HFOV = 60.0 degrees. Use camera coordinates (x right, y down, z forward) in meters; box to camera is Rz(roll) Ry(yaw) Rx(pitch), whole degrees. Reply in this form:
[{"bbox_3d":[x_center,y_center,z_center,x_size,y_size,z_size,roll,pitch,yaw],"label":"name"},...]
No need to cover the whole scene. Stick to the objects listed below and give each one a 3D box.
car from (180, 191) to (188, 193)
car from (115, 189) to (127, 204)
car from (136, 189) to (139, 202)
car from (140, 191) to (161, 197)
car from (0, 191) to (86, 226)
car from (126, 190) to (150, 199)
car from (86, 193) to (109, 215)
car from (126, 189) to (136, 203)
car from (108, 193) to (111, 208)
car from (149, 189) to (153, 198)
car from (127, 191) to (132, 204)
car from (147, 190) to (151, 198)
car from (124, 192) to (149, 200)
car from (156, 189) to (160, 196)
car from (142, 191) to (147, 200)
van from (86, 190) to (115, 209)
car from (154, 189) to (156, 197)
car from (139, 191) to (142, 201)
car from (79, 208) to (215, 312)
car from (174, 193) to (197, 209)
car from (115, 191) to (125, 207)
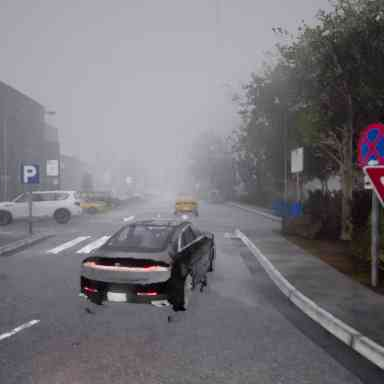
[{"bbox_3d":[-1.426,0.677,56.730,2.097,1.767,4.553,0,1,-2],"label":"car"},{"bbox_3d":[-10.396,0.874,39.069,4.553,1.767,2.185,-1,0,-22],"label":"car"},{"bbox_3d":[-10.571,0.772,48.085,4.553,1.767,2.185,-1,1,-21],"label":"car"},{"bbox_3d":[-11.670,0.492,93.157,5.366,1.575,1.946,-1,0,-22],"label":"car"},{"bbox_3d":[-9.860,0.956,21.036,5.566,2.045,2.435,-1,1,-22],"label":"car"},{"bbox_3d":[-11.183,0.566,69.081,4.553,1.767,2.185,-1,0,-22],"label":"car"},{"bbox_3d":[-9.846,1.131,27.135,5.366,1.575,1.946,-1,0,-22],"label":"car"},{"bbox_3d":[-10.492,0.805,45.085,4.553,1.767,2.185,-1,1,-22],"label":"car"},{"bbox_3d":[-10.113,1.143,30.070,4.674,1.452,2.002,-1,0,-22],"label":"car"},{"bbox_3d":[-10.983,0.494,63.108,5.566,2.045,2.435,-1,0,-22],"label":"car"},{"bbox_3d":[-10.444,1.005,42.079,4.674,1.452,2.002,-1,0,-22],"label":"car"},{"bbox_3d":[-10.742,0.768,60.159,5.366,1.575,1.946,-1,0,-21],"label":"car"},{"bbox_3d":[-11.067,0.758,66.088,4.674,1.452,2.002,-1,1,-22],"label":"car"},{"bbox_3d":[-11.665,0.546,87.088,4.892,1.521,2.231,-1,0,-22],"label":"car"},{"bbox_3d":[-10.737,0.583,54.095,5.566,2.045,2.435,-1,0,-21],"label":"car"},{"bbox_3d":[-10.304,0.844,33.020,4.442,1.987,1.878,-1,1,-22],"label":"van"},{"bbox_3d":[-11.285,0.669,75.103,4.792,1.488,2.163,-1,0,-22],"label":"car"},{"bbox_3d":[-10.656,0.895,51.100,4.792,1.488,2.163,-1,0,-22],"label":"car"},{"bbox_3d":[-0.654,1.385,7.588,2.128,1.511,4.902,0,1,12],"label":"car"},{"bbox_3d":[-0.561,1.107,29.317,1.882,1.535,5.008,0,1,-2],"label":"car"},{"bbox_3d":[-10.272,1.033,36.070,5.008,1.535,2.097,-1,1,-22],"label":"car"}]
